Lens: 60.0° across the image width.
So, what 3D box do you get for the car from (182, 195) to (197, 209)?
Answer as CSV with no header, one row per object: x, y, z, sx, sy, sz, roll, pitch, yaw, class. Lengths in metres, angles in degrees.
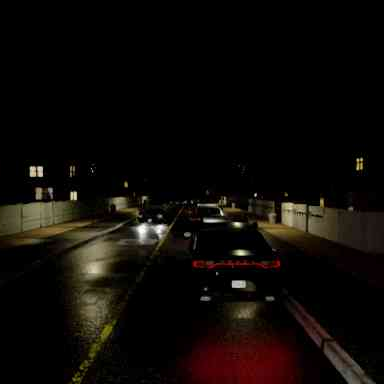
0.024,1.408,45.790,2.097,1.767,4.553,0,0,0,car

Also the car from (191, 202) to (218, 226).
0.822,1.518,24.338,1.837,1.490,4.892,0,0,0,car

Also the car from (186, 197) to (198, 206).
-0.005,1.667,59.758,1.994,1.385,4.181,0,0,0,car

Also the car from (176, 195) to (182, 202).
-2.757,1.551,80.472,2.097,1.767,4.553,0,0,0,car

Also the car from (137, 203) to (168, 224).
-2.852,1.561,25.196,2.033,1.411,5.357,0,0,0,car

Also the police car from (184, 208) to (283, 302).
0.824,1.424,8.445,1.930,1.638,5.238,0,0,0,police car

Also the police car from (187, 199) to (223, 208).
0.823,1.431,18.448,1.930,1.638,5.238,0,0,0,police car
